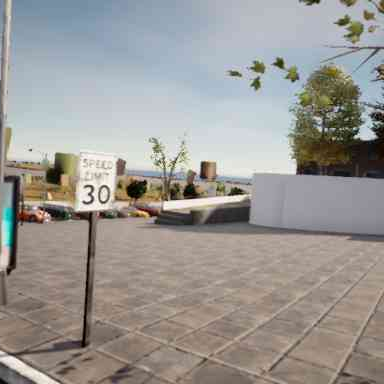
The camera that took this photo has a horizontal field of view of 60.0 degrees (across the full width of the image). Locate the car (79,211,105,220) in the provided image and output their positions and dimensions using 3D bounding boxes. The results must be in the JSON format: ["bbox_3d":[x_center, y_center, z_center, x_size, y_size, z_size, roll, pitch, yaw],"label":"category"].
[{"bbox_3d":[-14.373,2.342,41.727,5.566,2.045,2.435,7,3,16],"label":"car"}]

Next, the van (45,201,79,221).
[{"bbox_3d":[-16.235,2.270,39.327,4.442,1.987,1.878,6,3,16],"label":"van"}]

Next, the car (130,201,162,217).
[{"bbox_3d":[-7.282,2.693,51.464,5.566,2.045,2.435,6,2,16],"label":"car"}]

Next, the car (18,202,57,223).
[{"bbox_3d":[-17.956,2.290,36.894,4.553,1.767,2.185,6,2,16],"label":"car"}]

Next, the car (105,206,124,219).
[{"bbox_3d":[-12.549,2.435,44.153,5.566,2.045,2.435,6,2,16],"label":"car"}]

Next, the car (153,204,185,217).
[{"bbox_3d":[-3.835,3.115,56.348,4.892,1.521,2.231,6,2,16],"label":"car"}]

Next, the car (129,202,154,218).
[{"bbox_3d":[-8.907,2.871,48.991,5.366,1.575,1.946,6,2,16],"label":"car"}]

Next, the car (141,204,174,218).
[{"bbox_3d":[-5.560,3.058,53.913,4.792,1.488,2.163,6,2,16],"label":"car"}]

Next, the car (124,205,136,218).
[{"bbox_3d":[-10.848,2.808,46.609,4.674,1.452,2.002,6,2,16],"label":"car"}]
